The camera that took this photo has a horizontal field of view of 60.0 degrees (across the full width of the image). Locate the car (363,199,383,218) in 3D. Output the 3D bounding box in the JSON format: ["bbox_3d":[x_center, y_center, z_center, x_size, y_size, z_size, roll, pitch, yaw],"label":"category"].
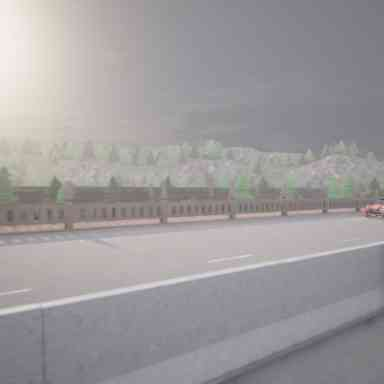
[{"bbox_3d":[16.886,1.365,28.935,4.553,1.767,2.097,0,0,-35],"label":"car"}]
